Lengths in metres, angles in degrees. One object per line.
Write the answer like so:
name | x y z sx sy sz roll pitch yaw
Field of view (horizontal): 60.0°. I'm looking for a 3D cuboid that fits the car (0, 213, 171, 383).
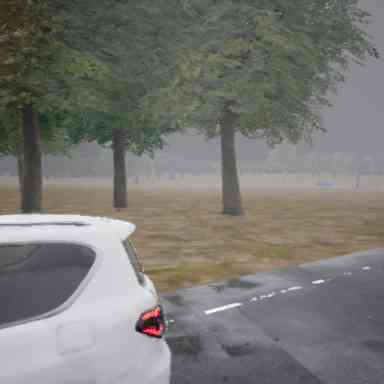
car | -2.785 1.228 2.026 5.566 2.045 2.150 0 0 -35
